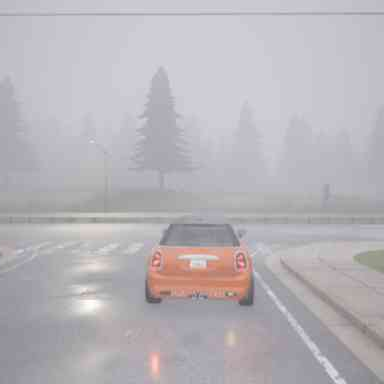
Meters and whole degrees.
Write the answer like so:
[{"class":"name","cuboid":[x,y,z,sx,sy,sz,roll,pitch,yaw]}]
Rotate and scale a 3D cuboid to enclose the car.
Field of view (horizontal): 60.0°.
[{"class":"car","cuboid":[0.282,1.335,8.212,2.097,1.767,4.553,0,0,5]}]
